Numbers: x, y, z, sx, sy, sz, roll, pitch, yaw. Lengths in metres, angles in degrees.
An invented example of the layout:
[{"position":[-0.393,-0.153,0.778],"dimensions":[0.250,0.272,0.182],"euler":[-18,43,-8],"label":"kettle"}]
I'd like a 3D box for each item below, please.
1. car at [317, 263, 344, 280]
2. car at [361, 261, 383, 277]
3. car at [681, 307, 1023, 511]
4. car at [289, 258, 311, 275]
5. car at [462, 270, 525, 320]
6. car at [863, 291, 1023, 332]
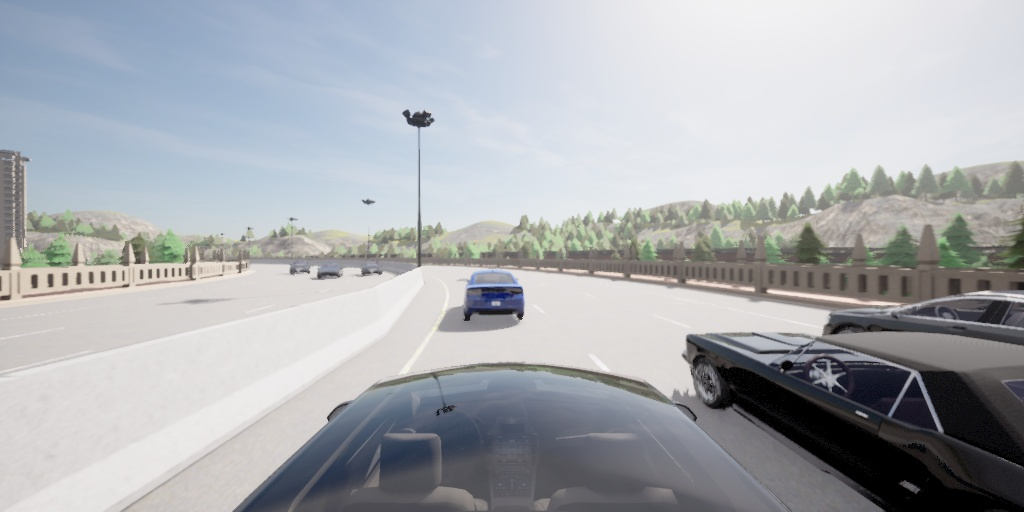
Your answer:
[{"position":[-16.494,1.328,32.809],"dimensions":[2.033,1.411,5.357],"euler":[0,0,-21],"label":"car"},{"position":[-14.388,1.259,36.847],"dimensions":[2.128,1.511,4.902],"euler":[0,0,-23],"label":"car"},{"position":[3.459,1.335,3.169],"dimensions":[1.895,1.301,4.718],"euler":[0,0,-1],"label":"car"},{"position":[-23.531,1.292,39.999],"dimensions":[2.128,1.511,4.902],"euler":[0,0,-27],"label":"car"},{"position":[-0.735,1.218,12.786],"dimensions":[1.882,1.535,5.008],"euler":[0,0,-6],"label":"car"},{"position":[6.864,1.210,4.818],"dimensions":[2.128,1.511,4.902],"euler":[0,0,-2],"label":"car"}]
